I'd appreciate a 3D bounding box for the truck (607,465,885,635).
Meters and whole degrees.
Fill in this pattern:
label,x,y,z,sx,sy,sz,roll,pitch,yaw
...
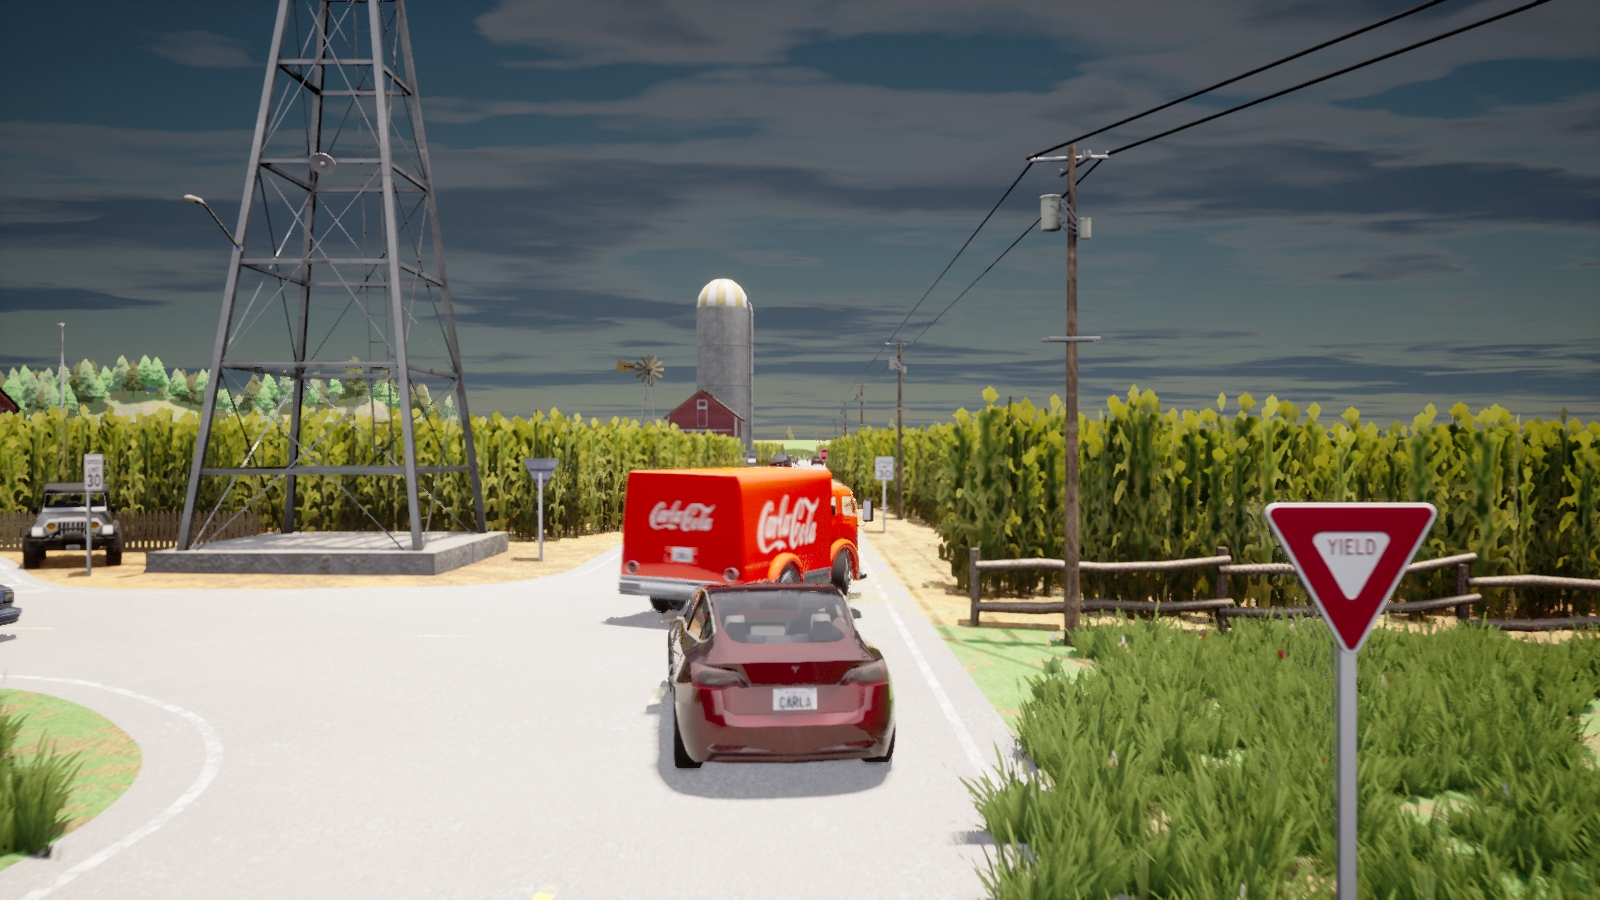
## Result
label,x,y,z,sx,sy,sz,roll,pitch,yaw
truck,-0.743,1.546,20.159,2.627,2.467,5.204,1,0,27

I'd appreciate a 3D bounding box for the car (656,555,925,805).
label,x,y,z,sx,sy,sz,roll,pitch,yaw
car,-0.356,2.046,11.530,2.163,1.488,4.792,0,0,-7

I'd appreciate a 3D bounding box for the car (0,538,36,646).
label,x,y,z,sx,sy,sz,roll,pitch,yaw
car,-13.543,1.953,15.239,5.357,1.411,2.033,0,0,1
